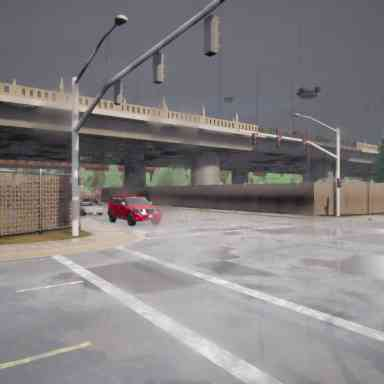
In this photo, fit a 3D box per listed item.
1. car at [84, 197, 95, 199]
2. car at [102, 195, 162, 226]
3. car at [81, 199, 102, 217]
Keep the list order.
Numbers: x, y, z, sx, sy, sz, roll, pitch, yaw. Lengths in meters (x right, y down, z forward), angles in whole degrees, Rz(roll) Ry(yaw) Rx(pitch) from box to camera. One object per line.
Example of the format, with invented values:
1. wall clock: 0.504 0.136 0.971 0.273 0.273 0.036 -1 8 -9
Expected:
1. car: -19.783 1.619 64.272 1.994 1.385 4.181 0 0 -36
2. car: -4.341 1.278 24.363 2.150 2.045 5.566 0 0 -36
3. car: -10.307 1.656 32.684 1.895 1.301 4.718 0 0 -36
